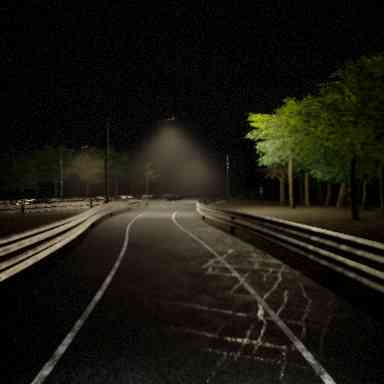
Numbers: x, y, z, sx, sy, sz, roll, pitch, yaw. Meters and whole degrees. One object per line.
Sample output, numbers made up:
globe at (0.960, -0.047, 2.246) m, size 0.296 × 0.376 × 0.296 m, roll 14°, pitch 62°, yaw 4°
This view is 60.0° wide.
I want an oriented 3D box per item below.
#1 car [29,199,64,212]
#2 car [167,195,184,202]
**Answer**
car at (-20.578, 1.818, 47.281) m, size 2.097 × 1.767 × 4.553 m, roll 0°, pitch 1°, yaw 32°
car at (-3.616, 1.429, 74.592) m, size 1.837 × 1.490 × 4.892 m, roll 0°, pitch 1°, yaw 32°
